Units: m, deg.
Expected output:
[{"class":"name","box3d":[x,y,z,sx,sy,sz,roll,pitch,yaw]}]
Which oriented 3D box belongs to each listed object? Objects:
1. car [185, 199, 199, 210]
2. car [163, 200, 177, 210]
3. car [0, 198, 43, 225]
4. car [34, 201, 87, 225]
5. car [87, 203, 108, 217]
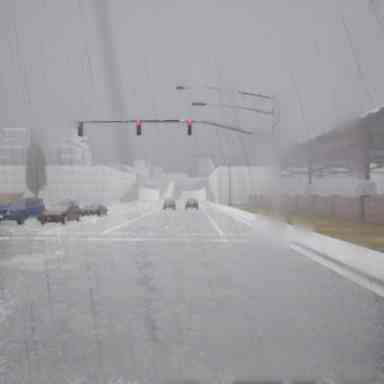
[{"class":"car","box3d":[-0.038,1.835,52.502,2.097,1.767,4.553,0,-1,0]},{"class":"car","box3d":[-3.538,1.978,52.528,2.128,1.511,4.902,0,-1,0]},{"class":"car","box3d":[-14.043,1.493,27.334,2.150,2.045,5.566,0,-1,0]},{"class":"car","box3d":[-10.552,1.743,27.115,1.882,1.535,5.008,0,-1,0]},{"class":"car","box3d":[-10.568,1.910,36.107,1.994,1.385,4.181,0,-1,0]}]
